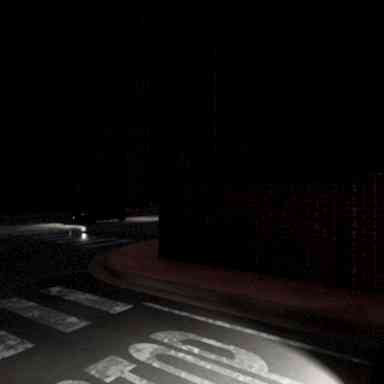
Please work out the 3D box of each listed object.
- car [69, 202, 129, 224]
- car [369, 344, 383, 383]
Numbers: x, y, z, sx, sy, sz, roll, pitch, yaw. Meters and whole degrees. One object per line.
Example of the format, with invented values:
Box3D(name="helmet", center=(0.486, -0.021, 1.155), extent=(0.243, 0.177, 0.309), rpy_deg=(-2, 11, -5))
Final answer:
Box3D(name="car", center=(-6.620, 1.464, 24.265), extent=(1.812, 1.442, 4.674), rpy_deg=(0, 0, 35))
Box3D(name="car", center=(3.168, 1.564, 1.746), extent=(4.181, 1.385, 1.994), rpy_deg=(0, 0, 35))
